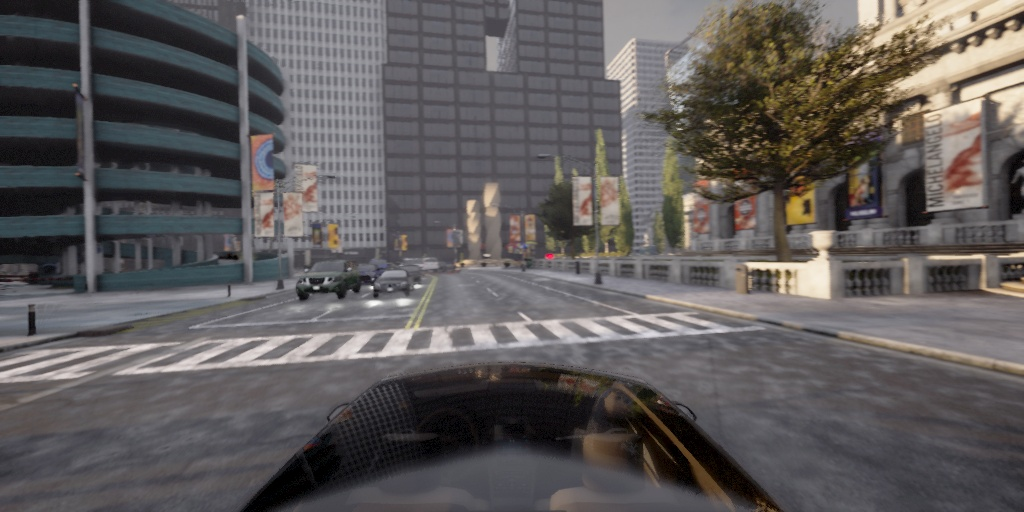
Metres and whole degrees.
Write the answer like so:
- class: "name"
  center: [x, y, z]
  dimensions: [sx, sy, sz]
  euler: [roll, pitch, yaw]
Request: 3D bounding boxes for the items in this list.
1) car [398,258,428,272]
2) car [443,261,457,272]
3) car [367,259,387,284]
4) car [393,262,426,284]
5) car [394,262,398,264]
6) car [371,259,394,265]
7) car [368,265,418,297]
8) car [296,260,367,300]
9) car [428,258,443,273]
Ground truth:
- class: "car"
  center: [-11.099, 1.264, 39.940]
  dimensions: [2.150, 2.045, 5.566]
  euler: [-2, 0, -21]
- class: "car"
  center: [-10.028, 1.505, 52.956]
  dimensions: [2.128, 1.511, 4.902]
  euler: [-2, 0, -39]
- class: "car"
  center: [-11.997, 1.419, 29.678]
  dimensions: [2.097, 1.767, 4.553]
  euler: [-2, 0, -12]
- class: "car"
  center: [-8.415, 1.477, 29.710]
  dimensions: [1.837, 1.490, 4.892]
  euler: [-2, 0, -12]
- class: "car"
  center: [-19.254, 1.763, 57.779]
  dimensions: [4.892, 1.490, 1.837]
  euler: [-2, 0, 40]
- class: "car"
  center: [-14.862, 1.364, 39.921]
  dimensions: [2.150, 2.045, 5.566]
  euler: [-2, 0, -24]
- class: "car"
  center: [-6.669, 1.452, 20.623]
  dimensions: [1.812, 1.442, 4.674]
  euler: [-2, 0, -11]
- class: "car"
  center: [-10.187, 1.240, 20.443]
  dimensions: [2.150, 2.045, 5.566]
  euler: [-2, 0, -10]
- class: "car"
  center: [-12.144, 1.291, 49.920]
  dimensions: [2.150, 2.045, 5.566]
  euler: [-2, 0, -35]
